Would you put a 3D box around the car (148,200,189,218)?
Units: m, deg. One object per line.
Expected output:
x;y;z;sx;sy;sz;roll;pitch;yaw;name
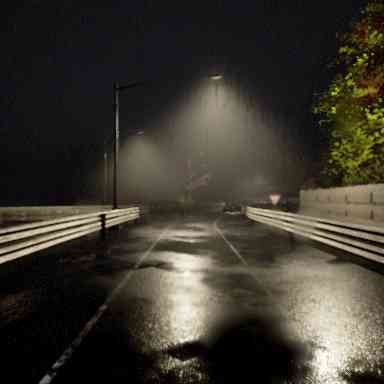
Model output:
-2.729;1.956;39.474;2.150;2.045;5.566;-1;-2;38;car

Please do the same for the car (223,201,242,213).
6.572;2.623;53.453;1.994;1.385;4.181;-1;-1;29;car
